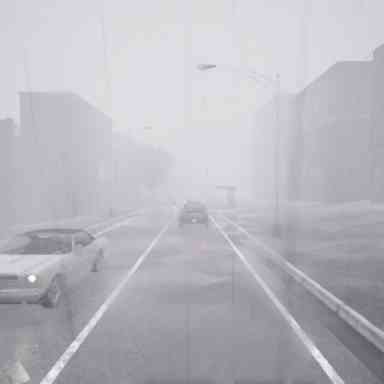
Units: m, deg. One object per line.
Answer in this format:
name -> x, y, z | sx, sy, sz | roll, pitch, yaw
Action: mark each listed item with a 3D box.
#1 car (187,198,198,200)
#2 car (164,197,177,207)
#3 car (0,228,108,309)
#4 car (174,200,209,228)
car -> 0.116, 1.537, 42.443 | 2.128, 1.511, 4.902 | 0, 0, 0
car -> -3.190, 1.559, 51.558 | 1.837, 1.490, 4.892 | 0, 0, 1
car -> -3.507, 1.595, 7.969 | 1.895, 1.301, 4.718 | 0, 0, 0
car -> 0.122, 1.492, 22.129 | 2.128, 1.511, 4.902 | 0, 0, 0
